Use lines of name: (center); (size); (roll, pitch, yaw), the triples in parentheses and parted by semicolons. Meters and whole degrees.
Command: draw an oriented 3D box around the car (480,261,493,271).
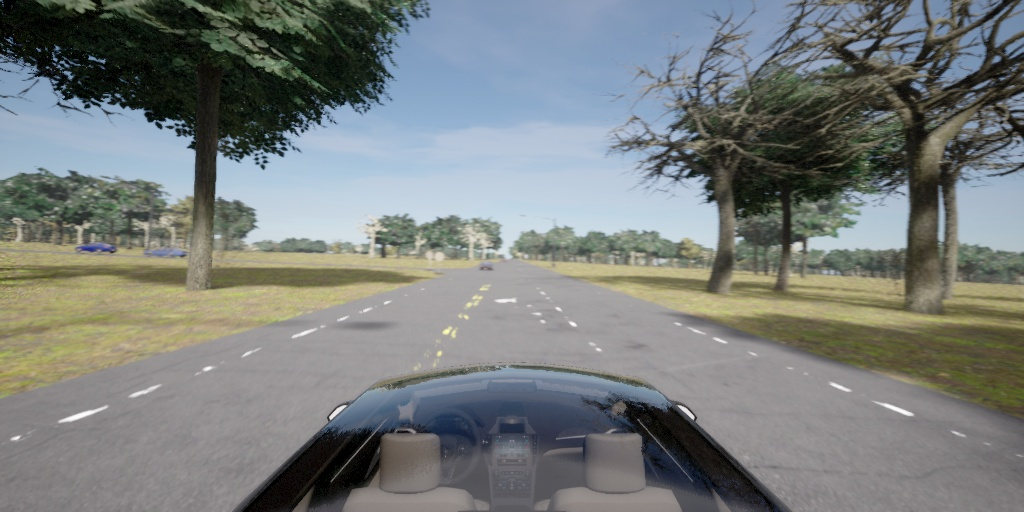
car: (-3.724, 1.434, 52.991); (2.033, 1.411, 5.357); (2, 0, -1)
